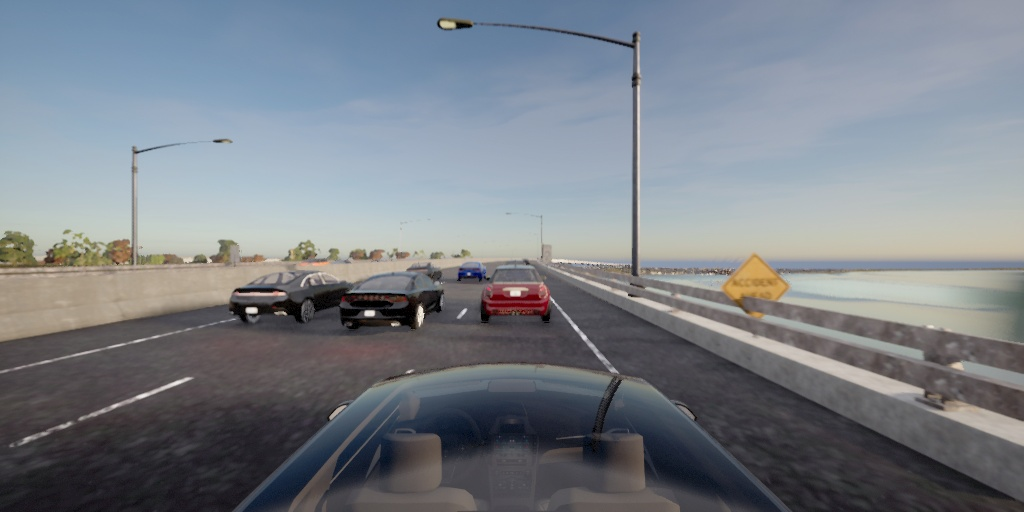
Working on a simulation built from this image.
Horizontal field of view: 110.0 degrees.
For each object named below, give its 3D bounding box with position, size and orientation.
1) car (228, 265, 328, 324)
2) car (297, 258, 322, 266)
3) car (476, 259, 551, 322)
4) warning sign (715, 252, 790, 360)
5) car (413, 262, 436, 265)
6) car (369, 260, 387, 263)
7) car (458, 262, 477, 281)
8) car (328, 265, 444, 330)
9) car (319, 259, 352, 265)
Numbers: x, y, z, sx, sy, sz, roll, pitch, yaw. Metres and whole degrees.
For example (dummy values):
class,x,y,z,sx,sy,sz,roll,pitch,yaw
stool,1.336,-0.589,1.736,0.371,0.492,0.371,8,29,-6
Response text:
class,x,y,z,sx,sy,sz,roll,pitch,yaw
car,-6.882,1.227,11.934,2.128,1.511,4.902,0,0,1
car,-24.073,1.068,43.547,2.097,1.767,4.553,0,0,2
car,0.123,1.088,12.405,2.097,1.767,4.553,0,0,1
warning sign,4.554,0.860,6.708,1.300,1.860,1.060,0,0,0
car,-6.713,1.214,27.781,2.128,1.511,4.902,0,0,1
car,-17.023,1.207,45.472,2.128,1.511,4.902,0,0,2
car,-3.184,1.200,29.364,1.882,1.535,5.008,0,0,1
car,-3.390,1.214,11.079,1.882,1.535,5.008,0,0,1
car,-20.593,1.241,42.926,1.812,1.442,4.674,0,0,2
